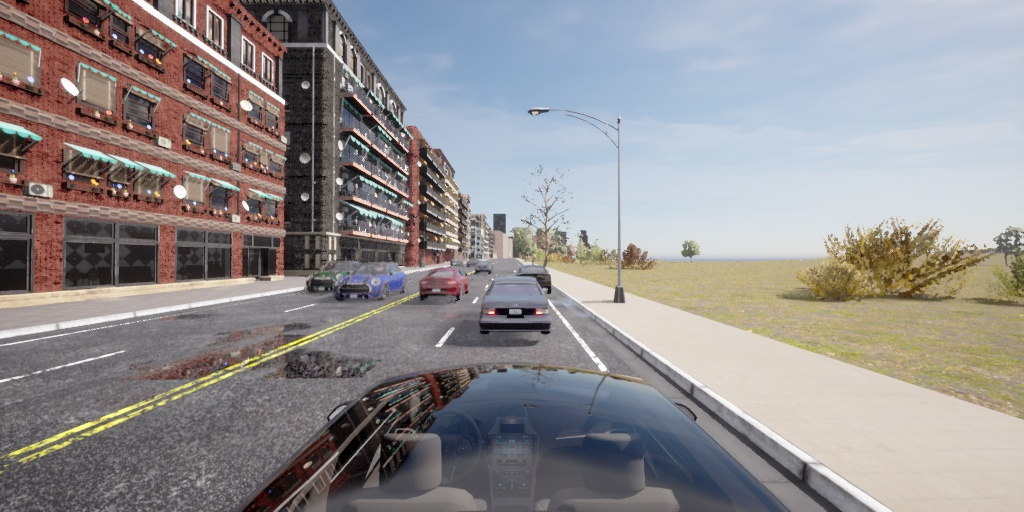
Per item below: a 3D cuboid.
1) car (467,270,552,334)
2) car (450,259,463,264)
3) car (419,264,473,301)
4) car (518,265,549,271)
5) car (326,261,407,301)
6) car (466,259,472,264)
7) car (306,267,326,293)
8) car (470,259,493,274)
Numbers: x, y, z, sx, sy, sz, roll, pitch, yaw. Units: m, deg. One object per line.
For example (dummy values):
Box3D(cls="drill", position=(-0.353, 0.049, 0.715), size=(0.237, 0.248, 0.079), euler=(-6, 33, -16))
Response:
Box3D(cls="car", position=(0.094, 1.298, 10.564), size=(2.033, 1.411, 5.357), euler=(0, 0, 0))
Box3D(cls="car", position=(-9.866, 1.238, 63.714), size=(2.128, 1.511, 4.902), euler=(0, 0, 0))
Box3D(cls="car", position=(-3.166, 1.277, 17.275), size=(1.812, 1.442, 4.674), euler=(0, 0, 0))
Box3D(cls="car", position=(1.119, 1.229, 20.327), size=(1.882, 1.535, 5.008), euler=(0, 0, 0))
Box3D(cls="car", position=(-6.615, 1.103, 17.212), size=(2.097, 1.767, 4.553), euler=(0, 0, 0))
Box3D(cls="car", position=(-6.632, 1.254, 60.341), size=(1.837, 1.490, 4.892), euler=(0, 0, 0))
Box3D(cls="car", position=(-9.869, 1.103, 20.810), size=(2.097, 1.767, 4.553), euler=(0, 0, 0))
Box3D(cls="car", position=(-3.185, 1.297, 40.879), size=(2.033, 1.411, 5.357), euler=(0, 0, 0))
